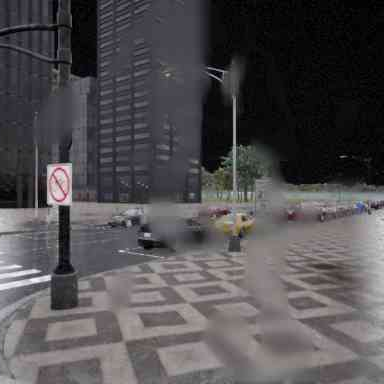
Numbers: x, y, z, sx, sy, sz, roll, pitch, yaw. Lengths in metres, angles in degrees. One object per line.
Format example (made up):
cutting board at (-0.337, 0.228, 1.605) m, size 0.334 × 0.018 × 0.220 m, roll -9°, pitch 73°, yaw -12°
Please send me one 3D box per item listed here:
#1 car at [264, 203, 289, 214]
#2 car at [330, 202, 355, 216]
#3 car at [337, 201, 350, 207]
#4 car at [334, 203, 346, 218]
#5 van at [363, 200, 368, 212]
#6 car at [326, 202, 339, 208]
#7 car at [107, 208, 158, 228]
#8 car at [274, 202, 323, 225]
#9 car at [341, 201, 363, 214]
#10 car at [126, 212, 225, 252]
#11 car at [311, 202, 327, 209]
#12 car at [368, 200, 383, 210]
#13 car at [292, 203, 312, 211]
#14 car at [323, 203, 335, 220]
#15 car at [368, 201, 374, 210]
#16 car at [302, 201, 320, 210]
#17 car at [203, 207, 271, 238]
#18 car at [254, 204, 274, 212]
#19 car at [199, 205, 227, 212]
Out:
car at (12.143, 2.309, 47.401) m, size 2.008 × 1.369 × 4.403 m, roll -1°, pitch -2°, yaw 35°
car at (19.084, 2.307, 42.451) m, size 1.887 × 1.381 × 4.507 m, roll -1°, pitch -2°, yaw 35°
car at (38.336, 3.042, 84.176) m, size 2.008 × 1.369 × 4.403 m, roll -1°, pitch -2°, yaw 35°
car at (15.814, 2.248, 37.858) m, size 1.802 × 1.307 × 4.206 m, roll -1°, pitch -2°, yaw 36°
van at (25.632, 2.292, 51.650) m, size 1.690 × 1.788 × 3.998 m, roll -1°, pitch -2°, yaw 35°
car at (31.788, 2.896, 74.982) m, size 1.802 × 1.307 × 4.206 m, roll -1°, pitch -2°, yaw 35°
car at (-4.224, 1.845, 24.417) m, size 2.008 × 1.369 × 4.403 m, roll -1°, pitch -1°, yaw 35°
car at (9.261, 1.794, 28.666) m, size 2.192 × 1.841 × 5.009 m, roll -1°, pitch -2°, yaw 35°
car at (22.358, 2.297, 47.051) m, size 1.967 × 1.590 × 4.097 m, roll -1°, pitch -2°, yaw 35°
car at (-0.559, 1.777, 14.869) m, size 1.947 × 1.339 × 4.313 m, roll -1°, pitch -2°, yaw 35°
car at (25.240, 2.677, 65.788) m, size 1.887 × 1.381 × 4.507 m, roll -1°, pitch -2°, yaw 35°
car at (35.455, 2.542, 65.442) m, size 2.192 × 1.841 × 5.009 m, roll -1°, pitch -2°, yaw 35°
car at (18.692, 2.498, 56.595) m, size 2.008 × 1.369 × 4.403 m, roll -1°, pitch -2°, yaw 35°
car at (12.536, 2.116, 33.257) m, size 1.887 × 1.381 × 4.507 m, roll -1°, pitch -2°, yaw 35°
car at (28.907, 2.595, 56.242) m, size 2.008 × 1.369 × 4.403 m, roll -1°, pitch -2°, yaw 35°
car at (21.965, 2.481, 61.194) m, size 1.967 × 1.590 × 4.097 m, roll -1°, pitch -2°, yaw 35°
car at (2.813, 1.826, 19.605) m, size 1.752 × 1.417 × 4.829 m, roll -1°, pitch -2°, yaw 35°
car at (8.870, 2.214, 42.805) m, size 2.008 × 1.369 × 4.403 m, roll -1°, pitch -2°, yaw 35°
car at (2.323, 2.020, 33.611) m, size 1.887 × 1.381 × 4.507 m, roll -1°, pitch -2°, yaw 35°
